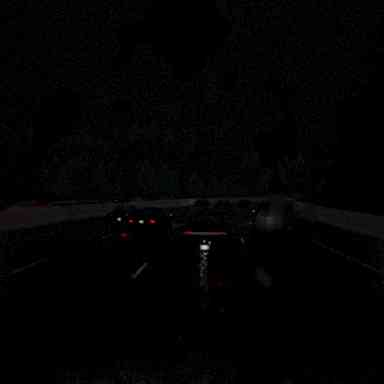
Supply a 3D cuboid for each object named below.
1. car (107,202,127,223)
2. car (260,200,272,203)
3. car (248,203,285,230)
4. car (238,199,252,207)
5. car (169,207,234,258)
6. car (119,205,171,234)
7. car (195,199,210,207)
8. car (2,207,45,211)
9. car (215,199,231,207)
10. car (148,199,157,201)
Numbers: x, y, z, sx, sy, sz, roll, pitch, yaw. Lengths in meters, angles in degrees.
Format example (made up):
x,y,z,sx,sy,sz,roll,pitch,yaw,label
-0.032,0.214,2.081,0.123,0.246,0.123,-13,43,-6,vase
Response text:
x,y,z,sx,sy,sz,roll,pitch,yaw,label
-5.035,1.717,26.739,1.895,1.301,4.718,0,0,8,car
12.428,1.967,55.850,1.994,1.385,4.181,0,0,18,car
5.114,1.729,22.650,1.994,1.385,4.181,0,0,7,car
9.303,1.882,57.833,2.128,1.511,4.902,0,-1,19,car
0.620,1.571,13.123,2.128,1.511,4.902,0,0,5,car
-2.370,1.645,20.220,2.033,1.411,5.357,0,0,7,car
1.789,1.861,57.167,1.812,1.442,4.674,0,0,18,car
-15.130,1.546,30.999,1.882,1.535,5.008,0,0,9,car
5.330,1.922,56.686,1.994,1.385,4.181,0,0,18,car
-8.075,1.792,71.890,1.837,1.490,4.892,0,0,20,car
